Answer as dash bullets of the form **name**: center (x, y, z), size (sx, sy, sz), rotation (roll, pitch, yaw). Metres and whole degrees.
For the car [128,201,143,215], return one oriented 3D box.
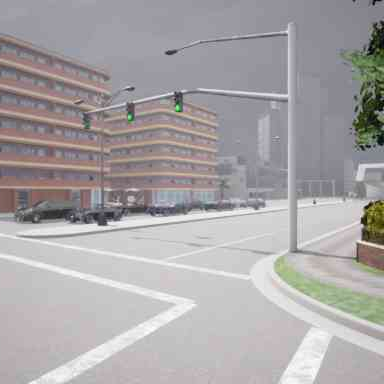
- **car**: center (-5.838, 1.601, 32.813), size (1.895, 1.301, 4.718), rotation (0, 0, 36)

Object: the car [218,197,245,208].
- **car**: center (5.833, 1.526, 48.787), size (1.812, 1.442, 4.674), rotation (0, 0, 36)

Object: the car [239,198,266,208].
- **car**: center (8.844, 1.526, 46.974), size (1.812, 1.442, 4.674), rotation (0, 0, 36)

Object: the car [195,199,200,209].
- **car**: center (-0.199, 1.547, 40.549), size (2.033, 1.411, 5.357), rotation (0, 0, 36)

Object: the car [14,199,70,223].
- **car**: center (-11.107, 1.352, 25.582), size (2.097, 1.767, 4.553), rotation (0, 0, 36)

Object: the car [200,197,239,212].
- **car**: center (3.305, 1.601, 39.412), size (1.895, 1.301, 4.718), rotation (0, 0, 36)

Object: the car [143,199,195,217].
- **car**: center (-2.091, 1.601, 32.005), size (1.895, 1.301, 4.718), rotation (0, 0, 36)

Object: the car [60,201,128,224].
- **car**: center (-7.249, 1.564, 24.926), size (1.994, 1.385, 4.181), rotation (0, 0, 36)
